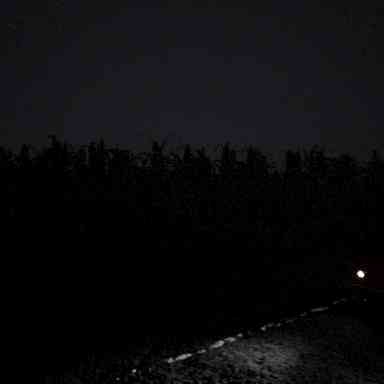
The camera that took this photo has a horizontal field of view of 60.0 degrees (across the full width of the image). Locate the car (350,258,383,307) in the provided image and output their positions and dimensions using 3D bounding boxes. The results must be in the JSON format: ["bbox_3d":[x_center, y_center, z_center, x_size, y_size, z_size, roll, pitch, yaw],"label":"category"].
[{"bbox_3d":[5.289,1.607,6.797,4.718,1.301,1.895,0,0,-35],"label":"car"}]
